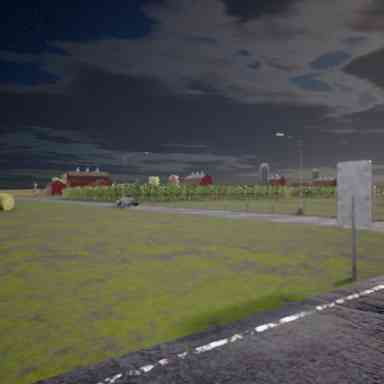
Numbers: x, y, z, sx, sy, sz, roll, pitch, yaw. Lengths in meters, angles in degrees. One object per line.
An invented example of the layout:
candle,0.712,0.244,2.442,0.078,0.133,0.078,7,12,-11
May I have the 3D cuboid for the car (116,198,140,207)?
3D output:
car,-9.961,1.579,51.038,2.033,1.411,5.357,-1,0,-35
